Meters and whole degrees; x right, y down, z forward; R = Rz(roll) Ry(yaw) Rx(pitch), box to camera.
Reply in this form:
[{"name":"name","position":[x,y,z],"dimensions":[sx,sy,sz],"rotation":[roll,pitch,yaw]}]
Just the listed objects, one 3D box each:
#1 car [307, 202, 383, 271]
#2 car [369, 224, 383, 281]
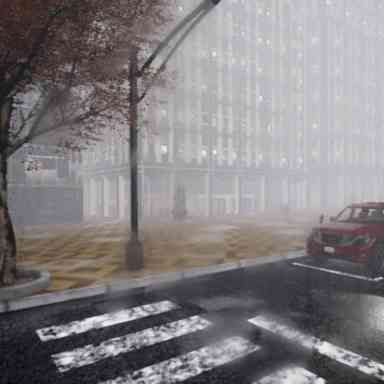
[{"name":"car","position":[5.882,1.276,10.738],"dimensions":[5.009,1.841,2.192],"rotation":[0,0,-35]},{"name":"car","position":[6.808,1.511,8.216],"dimensions":[5.357,1.411,2.033],"rotation":[0,0,-35]}]
